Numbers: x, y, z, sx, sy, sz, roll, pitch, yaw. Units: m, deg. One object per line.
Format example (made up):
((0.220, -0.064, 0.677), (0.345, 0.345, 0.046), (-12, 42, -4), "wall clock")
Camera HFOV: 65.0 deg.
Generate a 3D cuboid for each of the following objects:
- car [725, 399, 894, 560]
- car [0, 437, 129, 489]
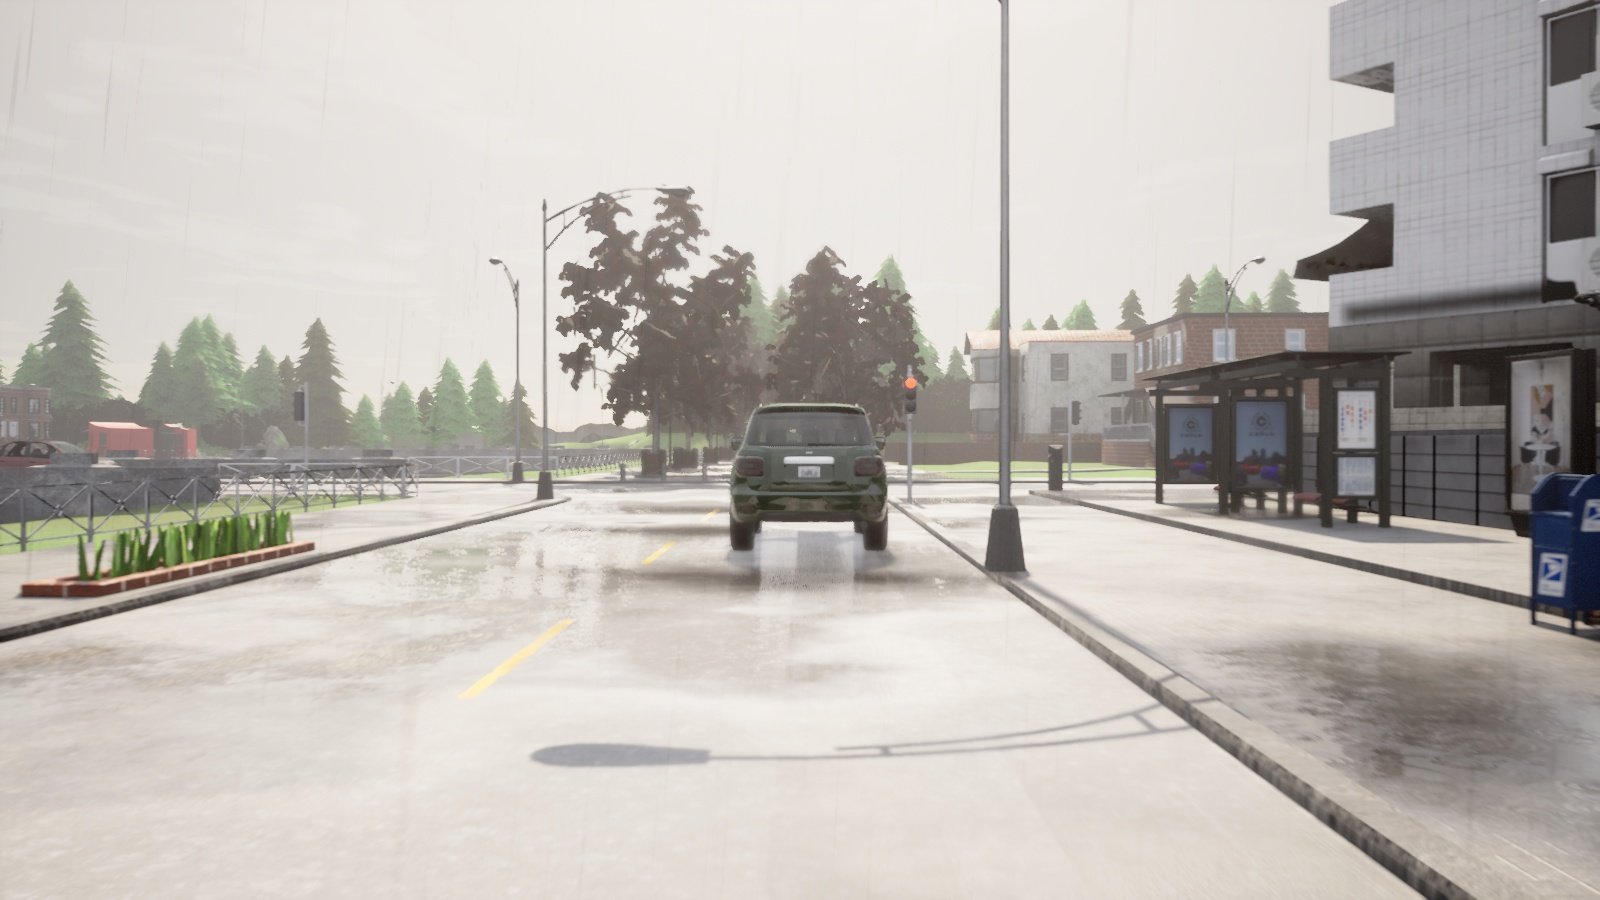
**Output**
((0.125, 0.360, 18.774), (2.150, 2.045, 5.566), (0, 0, 0), "car")
((-23.815, 0.401, 39.888), (3.988, 1.617, 1.851), (0, 0, 0), "car")
